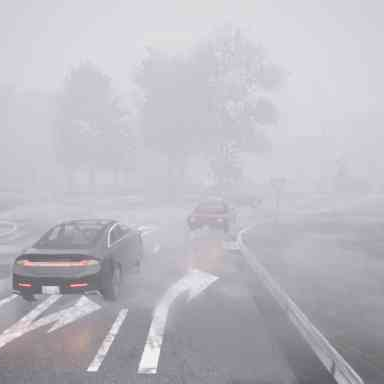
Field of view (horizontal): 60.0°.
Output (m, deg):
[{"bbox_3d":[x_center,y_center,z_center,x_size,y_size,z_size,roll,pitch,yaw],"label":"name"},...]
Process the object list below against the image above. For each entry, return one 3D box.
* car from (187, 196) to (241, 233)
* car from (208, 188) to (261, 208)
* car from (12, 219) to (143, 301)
[{"bbox_3d":[1.195,1.183,17.041,1.895,1.301,4.718,1,3,14],"label":"car"},{"bbox_3d":[3.204,0.482,24.914,4.902,1.511,2.128,-4,6,-41],"label":"car"},{"bbox_3d":[-2.399,1.410,8.124,2.128,1.511,4.902,0,1,1],"label":"car"}]
